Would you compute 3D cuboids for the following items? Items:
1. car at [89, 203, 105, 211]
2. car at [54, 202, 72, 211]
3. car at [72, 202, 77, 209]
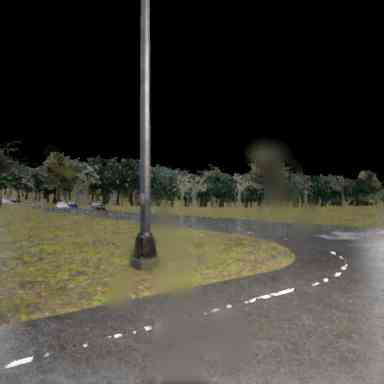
[{"bbox_3d":[-17.967,2.765,62.807,1.837,1.490,4.892,3,-3,-36],"label":"car"},{"bbox_3d":[-22.805,2.515,58.046,1.812,1.442,4.674,2,-2,-32],"label":"car"},{"bbox_3d":[-28.127,3.030,77.012,1.882,1.535,5.008,3,-2,-36],"label":"car"}]
